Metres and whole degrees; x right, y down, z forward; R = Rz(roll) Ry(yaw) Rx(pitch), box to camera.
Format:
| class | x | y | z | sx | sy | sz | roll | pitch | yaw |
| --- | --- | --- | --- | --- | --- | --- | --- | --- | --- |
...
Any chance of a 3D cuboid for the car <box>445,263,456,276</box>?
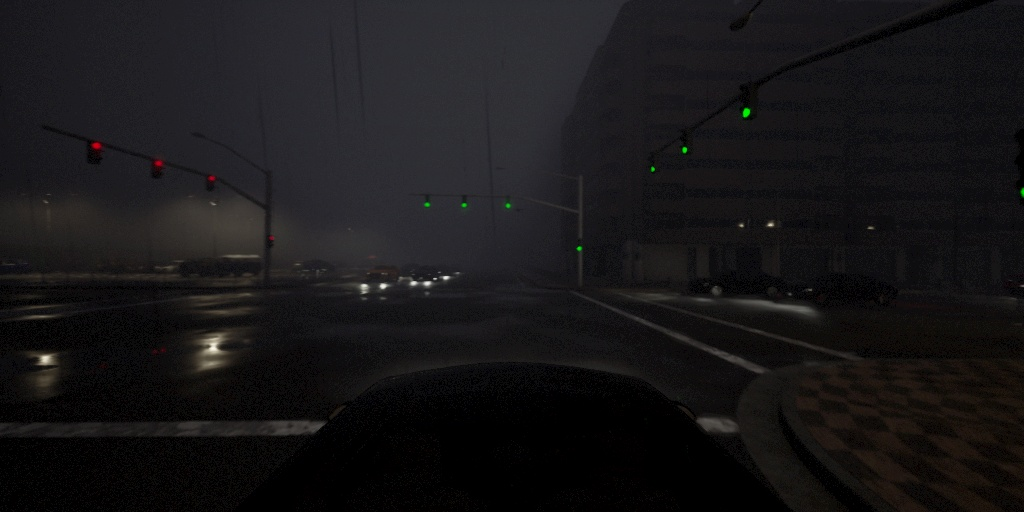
| class | x | y | z | sx | sy | sz | roll | pitch | yaw |
| --- | --- | --- | --- | --- | --- | --- | --- | --- | --- |
| car | -8.457 | 1.735 | 43.990 | 1.994 | 1.385 | 4.181 | 0 | -1 | -2 |

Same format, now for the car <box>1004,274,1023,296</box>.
| class | x | y | z | sx | sy | sz | roll | pitch | yaw |
| --- | --- | --- | --- | --- | --- | --- | --- | --- | --- |
| car | 32.252 | 1.401 | 20.721 | 5.566 | 2.045 | 2.150 | 0 | -1 | -1 |

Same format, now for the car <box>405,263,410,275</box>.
| class | x | y | z | sx | sy | sz | roll | pitch | yaw |
| --- | --- | --- | --- | --- | --- | --- | --- | --- | --- |
| car | -11.903 | 1.602 | 42.374 | 1.882 | 1.535 | 5.008 | 0 | -1 | -2 |

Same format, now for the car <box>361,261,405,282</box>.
| class | x | y | z | sx | sy | sz | roll | pitch | yaw |
| --- | --- | --- | --- | --- | --- | --- | --- | --- | --- |
| car | -11.605 | 1.491 | 32.586 | 1.882 | 1.535 | 5.008 | 0 | -1 | -2 |

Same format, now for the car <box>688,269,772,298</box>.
| class | x | y | z | sx | sy | sz | roll | pitch | yaw |
| --- | --- | --- | --- | --- | --- | --- | --- | --- | --- |
| car | 12.551 | 1.490 | 20.208 | 5.008 | 1.535 | 1.882 | 0 | -1 | -2 |

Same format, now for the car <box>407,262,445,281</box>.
| class | x | y | z | sx | sy | sz | roll | pitch | yaw |
| --- | --- | --- | --- | --- | --- | --- | --- | --- | --- |
| car | -8.164 | 1.611 | 34.534 | 2.033 | 1.411 | 5.357 | 0 | -1 | -2 |

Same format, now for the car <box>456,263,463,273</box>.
| class | x | y | z | sx | sy | sz | roll | pitch | yaw |
| --- | --- | --- | --- | --- | --- | --- | --- | --- | --- |
| car | -8.809 | 1.856 | 56.175 | 2.033 | 1.411 | 5.357 | 0 | -1 | -1 |

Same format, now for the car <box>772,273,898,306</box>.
| class | x | y | z | sx | sy | sz | roll | pitch | yaw |
| --- | --- | --- | --- | --- | --- | --- | --- | --- | --- |
| car | 15.277 | 1.521 | 16.804 | 4.674 | 1.442 | 1.812 | 0 | -1 | -2 |
